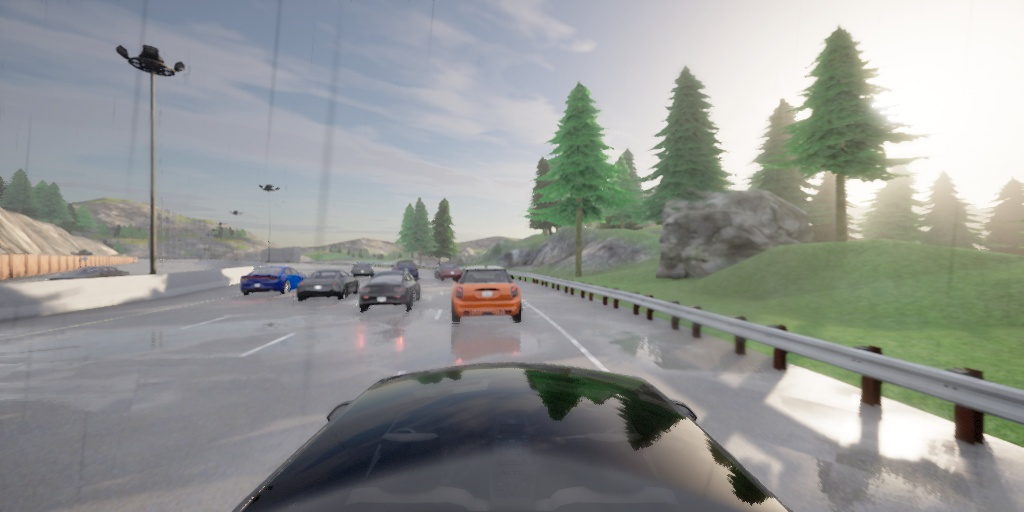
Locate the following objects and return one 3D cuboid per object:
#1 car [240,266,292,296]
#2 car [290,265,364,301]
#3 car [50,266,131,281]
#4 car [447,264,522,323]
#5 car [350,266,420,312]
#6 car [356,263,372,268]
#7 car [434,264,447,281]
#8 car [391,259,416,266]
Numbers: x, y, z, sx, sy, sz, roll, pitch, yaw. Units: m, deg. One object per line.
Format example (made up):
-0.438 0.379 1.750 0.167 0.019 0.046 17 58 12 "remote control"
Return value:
-13.037 1.291 19.959 1.882 1.535 5.008 0 0 -13 "car"
-8.951 1.357 17.745 1.994 1.385 4.181 0 0 -12 "car"
-29.589 1.442 25.430 2.033 1.411 5.357 0 0 -22 "car"
-0.970 1.106 12.356 2.097 1.767 4.553 0 0 -7 "car"
-4.774 1.298 14.402 1.812 1.442 4.674 0 0 -9 "car"
-14.406 1.383 34.391 1.994 1.385 4.181 0 0 -24 "car"
-5.501 1.339 30.945 1.994 1.385 4.181 0 0 -20 "car"
-9.538 1.147 31.749 2.097 1.767 4.553 0 0 -21 "car"
